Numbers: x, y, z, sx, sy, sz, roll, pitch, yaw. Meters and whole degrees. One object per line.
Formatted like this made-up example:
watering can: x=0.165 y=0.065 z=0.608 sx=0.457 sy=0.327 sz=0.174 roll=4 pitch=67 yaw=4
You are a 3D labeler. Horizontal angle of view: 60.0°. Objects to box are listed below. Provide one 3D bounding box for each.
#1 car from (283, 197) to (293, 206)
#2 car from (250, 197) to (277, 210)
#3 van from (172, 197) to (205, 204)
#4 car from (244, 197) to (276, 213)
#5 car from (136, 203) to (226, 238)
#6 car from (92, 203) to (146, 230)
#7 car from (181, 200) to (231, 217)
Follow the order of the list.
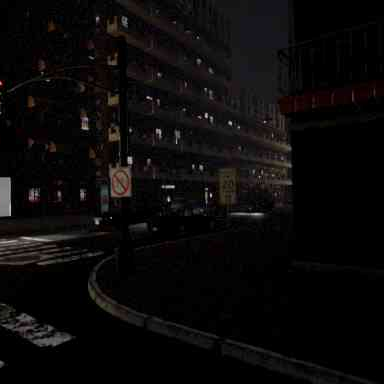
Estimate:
car: x=15.895 y=1.496 z=52.866 sx=1.752 sy=1.417 sz=4.829 roll=-1 pitch=-1 yaw=36
car: x=9.484 y=1.431 z=43.964 sx=1.967 sy=1.590 sz=4.097 roll=-1 pitch=-1 yaw=36
van: x=-0.281 y=1.365 z=30.401 sx=1.690 sy=1.788 sz=3.998 roll=-1 pitch=-1 yaw=36
car: x=7.510 y=1.478 z=36.984 sx=1.812 sy=1.442 sz=4.674 roll=-1 pitch=-1 yaw=36
car: x=-0.391 y=1.435 z=16.756 sx=2.008 sy=1.369 sz=4.403 roll=-1 pitch=-1 yaw=36
car: x=-4.018 y=1.486 z=21.006 sx=2.128 sy=1.511 sz=4.902 roll=-1 pitch=-1 yaw=35
car: x=1.452 y=1.574 z=28.583 sx=1.895 sy=1.301 sz=4.718 roll=-1 pitch=-1 yaw=36
